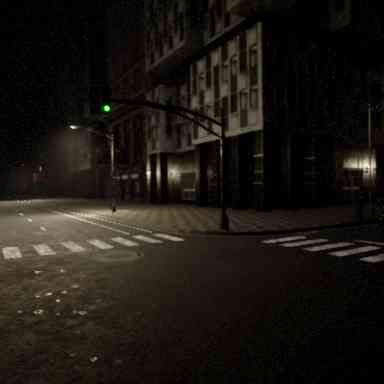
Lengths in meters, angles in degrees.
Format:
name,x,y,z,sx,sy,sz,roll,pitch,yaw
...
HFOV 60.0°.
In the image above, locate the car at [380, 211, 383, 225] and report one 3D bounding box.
name,x,y,z,sx,sy,sz,roll,pitch,yaw
car,12.318,1.146,18.629,4.403,1.369,2.008,-1,1,-31
